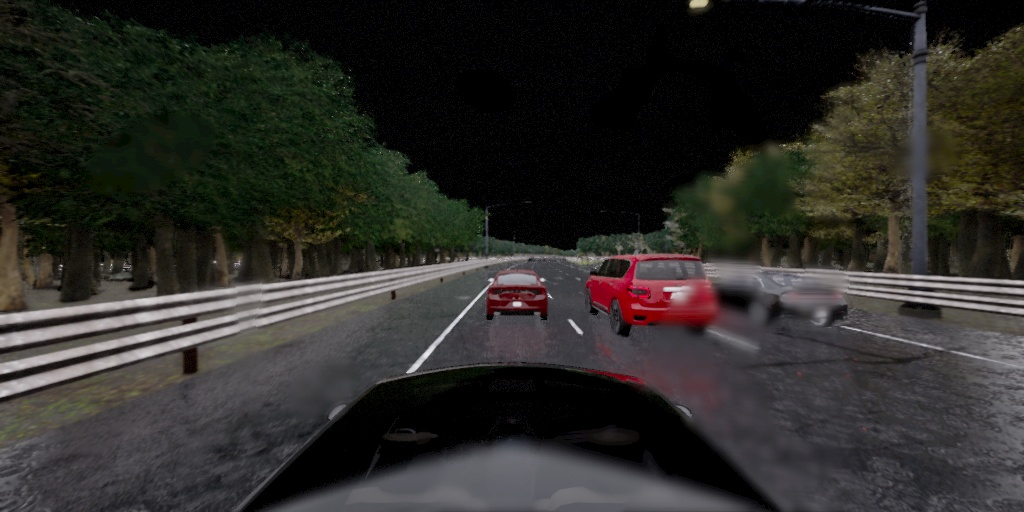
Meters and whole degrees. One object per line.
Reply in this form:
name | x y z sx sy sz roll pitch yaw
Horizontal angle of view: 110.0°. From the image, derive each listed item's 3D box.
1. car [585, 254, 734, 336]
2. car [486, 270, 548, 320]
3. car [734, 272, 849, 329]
car | 3.649 0.969 10.480 2.150 2.045 5.566 0 0 0
car | 0.176 1.222 12.716 1.882 1.535 5.008 0 0 1
car | 7.864 1.241 11.321 2.128 1.511 4.902 0 0 4
